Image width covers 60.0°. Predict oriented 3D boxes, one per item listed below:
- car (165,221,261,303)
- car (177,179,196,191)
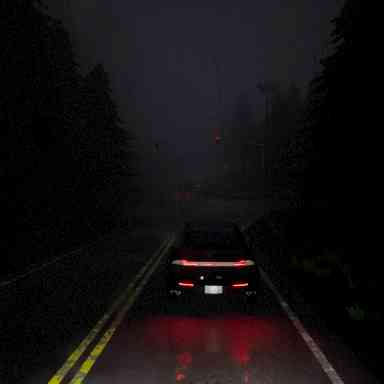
[{"bbox_3d":[0.448,1.466,8.175,2.128,1.511,4.902,0,0,2],"label":"car"},{"bbox_3d":[-0.699,-1.070,45.224,1.812,1.442,4.674,1,9,14],"label":"car"}]
